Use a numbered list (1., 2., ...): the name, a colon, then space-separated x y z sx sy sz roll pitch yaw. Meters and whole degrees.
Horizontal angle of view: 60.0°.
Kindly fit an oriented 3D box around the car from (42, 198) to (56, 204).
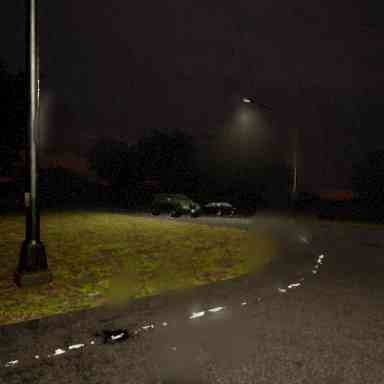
1. car: -37.490 2.264 86.321 2.097 1.767 4.553 4 -3 -33

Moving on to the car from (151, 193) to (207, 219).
1. car: -1.467 1.164 28.480 2.150 2.045 5.566 4 -3 -35

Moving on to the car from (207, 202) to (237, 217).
1. car: 2.621 1.836 34.821 2.128 1.511 4.902 4 -3 -35
